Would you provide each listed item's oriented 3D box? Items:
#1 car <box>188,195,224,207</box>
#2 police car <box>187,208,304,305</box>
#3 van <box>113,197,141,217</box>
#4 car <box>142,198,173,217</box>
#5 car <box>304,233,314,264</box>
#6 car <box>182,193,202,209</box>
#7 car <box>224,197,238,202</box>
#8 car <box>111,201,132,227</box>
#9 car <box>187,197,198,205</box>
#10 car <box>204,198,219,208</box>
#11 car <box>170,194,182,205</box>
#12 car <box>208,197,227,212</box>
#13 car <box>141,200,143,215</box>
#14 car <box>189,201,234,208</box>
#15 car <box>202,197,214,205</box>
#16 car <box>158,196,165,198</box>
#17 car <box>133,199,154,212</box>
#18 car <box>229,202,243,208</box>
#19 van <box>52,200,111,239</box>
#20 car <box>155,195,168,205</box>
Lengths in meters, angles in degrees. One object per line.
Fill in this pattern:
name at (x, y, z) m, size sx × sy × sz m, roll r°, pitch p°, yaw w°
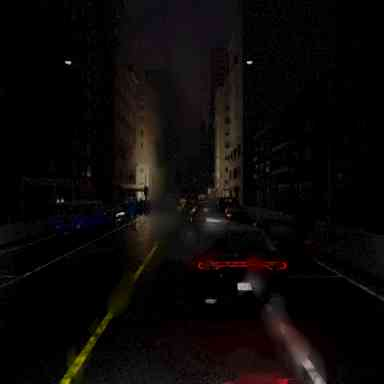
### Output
car at (0.929, 1.348, 24.169) m, size 2.097 × 1.767 × 4.553 m, roll 0°, pitch 0°, yaw 0°
police car at (0.909, 1.424, 8.309) m, size 1.930 × 1.638 × 5.238 m, roll 0°, pitch 0°, yaw 0°
van at (-5.636, 1.338, 28.035) m, size 1.690 × 1.788 × 3.998 m, roll 0°, pitch 0°, yaw 0°
car at (-3.063, 1.561, 30.575) m, size 1.994 × 1.385 × 4.181 m, roll 0°, pitch 0°, yaw 0°
car at (2.869, 1.580, 11.521) m, size 1.802 × 1.307 × 4.206 m, roll 0°, pitch 0°, yaw 0°
car at (0.082, 1.351, 46.285) m, size 2.097 × 1.767 × 4.553 m, roll 0°, pitch 0°, yaw 1°
car at (2.889, 1.312, 28.025) m, size 2.192 × 1.841 × 5.009 m, roll 0°, pitch 0°, yaw 0°
car at (-5.643, 1.547, 22.534) m, size 2.008 × 1.369 × 4.403 m, roll 0°, pitch 0°, yaw 0°
car at (0.072, 1.567, 59.068) m, size 1.994 × 1.385 × 4.181 m, roll 0°, pitch 0°, yaw 0°
car at (2.916, 1.551, 50.030) m, size 2.008 × 1.369 × 4.403 m, roll 0°, pitch 0°, yaw 0°
car at (-2.931, 1.509, 56.971) m, size 1.837 × 1.490 × 4.892 m, roll 0°, pitch -1°, yaw 0°
car at (2.903, 1.438, 39.028) m, size 1.967 × 1.590 × 4.097 m, roll 0°, pitch 0°, yaw 0°
car at (-5.629, 1.563, 33.537) m, size 1.947 × 1.339 × 4.313 m, roll 0°, pitch 0°, yaw 0°
car at (0.921, 1.475, 18.199) m, size 1.882 × 1.535 × 5.008 m, roll 0°, pitch 0°, yaw 0°
car at (2.930, 1.570, 61.033) m, size 1.947 × 1.339 × 4.313 m, roll 0°, pitch 0°, yaw 0°
car at (-5.609, 1.566, 50.041) m, size 1.947 × 1.339 × 4.313 m, roll 0°, pitch 0°, yaw 0°
car at (-5.622, 1.580, 39.038) m, size 1.802 × 1.307 × 4.206 m, roll 0°, pitch 0°, yaw 0°
car at (2.883, 1.579, 22.523) m, size 1.802 × 1.307 × 4.206 m, roll 0°, pitch 0°, yaw 0°
van at (-5.650, 1.338, 17.034) m, size 1.690 × 1.788 × 3.998 m, roll 0°, pitch 0°, yaw 0°
car at (-5.596, 1.444, 61.044) m, size 1.967 × 1.590 × 4.097 m, roll 0°, pitch 0°, yaw 0°
